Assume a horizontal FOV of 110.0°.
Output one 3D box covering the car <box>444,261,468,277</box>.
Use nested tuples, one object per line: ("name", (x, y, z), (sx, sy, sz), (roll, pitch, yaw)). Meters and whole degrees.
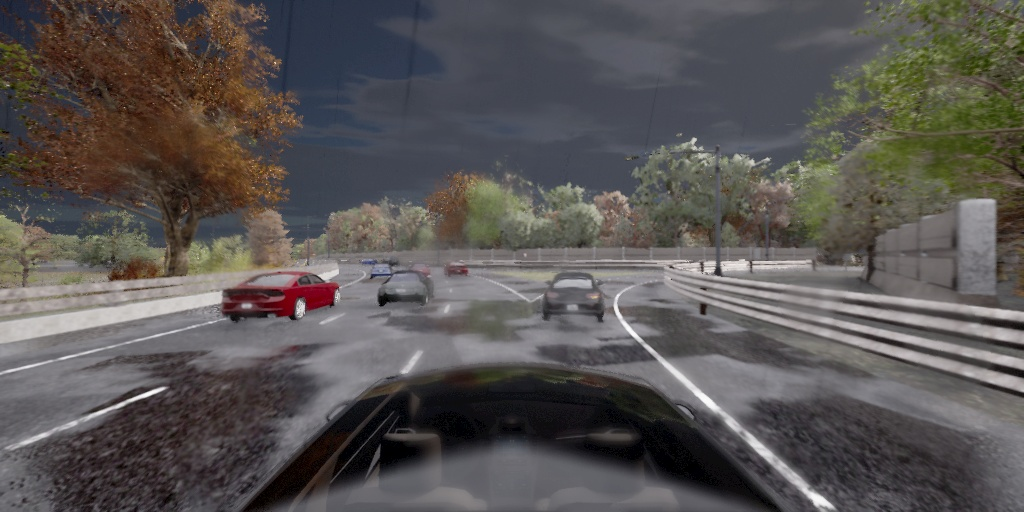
("car", (-5.661, 1.261, 35.777), (1.882, 1.535, 5.008), (0, 0, -17))

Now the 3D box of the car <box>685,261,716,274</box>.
("car", (20.624, 1.211, 38.820), (4.674, 1.442, 1.812), (0, 0, -34))

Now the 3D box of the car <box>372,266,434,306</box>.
("car", (-4.617, 1.336, 16.060), (1.994, 1.385, 4.181), (0, 0, -8))

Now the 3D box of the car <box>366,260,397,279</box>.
("car", (-12.108, 1.355, 33.449), (2.033, 1.411, 5.357), (0, 0, -17))

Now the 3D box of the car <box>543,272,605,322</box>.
("car", (2.134, 1.271, 12.234), (1.812, 1.442, 4.674), (0, 0, 11))

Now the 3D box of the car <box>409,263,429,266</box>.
("car", (-9.318, 1.361, 36.022), (1.994, 1.385, 4.181), (0, 0, -18))

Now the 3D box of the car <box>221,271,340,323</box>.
("car", (-7.669, 1.261, 12.491), (1.882, 1.535, 5.008), (0, 0, -6))
